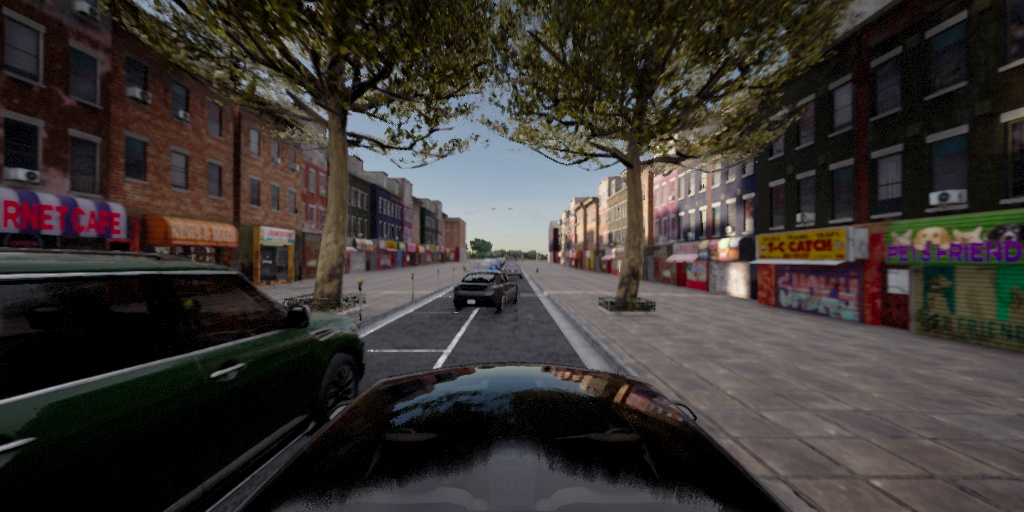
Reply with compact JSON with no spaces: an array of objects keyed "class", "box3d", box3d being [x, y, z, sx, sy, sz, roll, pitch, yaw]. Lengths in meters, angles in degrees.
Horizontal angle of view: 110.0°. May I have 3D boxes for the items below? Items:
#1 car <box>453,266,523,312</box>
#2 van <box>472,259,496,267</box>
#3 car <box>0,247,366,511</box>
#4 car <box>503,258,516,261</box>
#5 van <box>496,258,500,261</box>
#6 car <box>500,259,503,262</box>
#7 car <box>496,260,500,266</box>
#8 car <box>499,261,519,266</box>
[{"class":"car","box3d":[-0.932,1.371,14.980,1.837,1.490,4.892,0,0,12]},{"class":"van","box3d":[-2.652,1.264,32.712,1.690,1.789,3.998,0,0,0]},{"class":"car","box3d":[-2.981,0.984,2.353,2.150,2.045,5.566,0,-1,0]},{"class":"car","box3d":[0.066,1.361,56.897,1.994,1.385,4.181,0,0,0]},{"class":"van","box3d":[-2.658,1.234,43.807,1.690,1.789,3.998,0,0,0]},{"class":"car","box3d":[-2.661,1.425,49.354,1.948,1.339,4.313,0,0,0]},{"class":"car","box3d":[-2.655,1.465,38.260,2.007,1.370,4.403,0,0,0]},{"class":"car","box3d":[0.074,1.468,35.741,2.033,1.411,5.357,0,0,0]}]
